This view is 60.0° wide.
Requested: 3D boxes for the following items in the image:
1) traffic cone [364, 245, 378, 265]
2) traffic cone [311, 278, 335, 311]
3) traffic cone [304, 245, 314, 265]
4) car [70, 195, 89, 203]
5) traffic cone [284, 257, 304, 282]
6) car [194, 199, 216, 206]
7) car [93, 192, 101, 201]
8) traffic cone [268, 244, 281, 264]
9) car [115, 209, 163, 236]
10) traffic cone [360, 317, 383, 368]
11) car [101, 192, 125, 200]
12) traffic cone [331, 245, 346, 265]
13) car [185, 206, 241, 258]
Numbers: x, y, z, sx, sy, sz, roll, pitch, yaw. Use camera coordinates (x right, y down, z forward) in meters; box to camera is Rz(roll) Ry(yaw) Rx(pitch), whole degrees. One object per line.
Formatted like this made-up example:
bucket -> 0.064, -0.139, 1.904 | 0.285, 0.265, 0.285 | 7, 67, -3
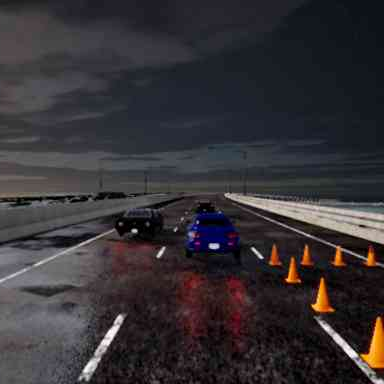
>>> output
traffic cone -> 5.586, 1.960, 10.360 | 0.340, 0.580, 0.340 | 0, 0, 1
traffic cone -> 2.516, 1.952, 6.415 | 0.340, 0.580, 0.340 | 0, 0, 1
traffic cone -> 3.587, 1.947, 10.396 | 0.340, 0.580, 0.340 | 0, 0, 1
car -> -19.117, 1.270, 56.684 | 1.994, 1.385, 4.181 | 0, 0, 3
traffic cone -> 2.551, 1.946, 8.415 | 0.340, 0.580, 0.340 | 0, 0, 1
car -> 1.218, 1.403, 31.746 | 2.128, 1.511, 4.902 | 0, 0, 2
car -> -15.541, 0.943, 58.410 | 2.150, 2.045, 5.566 | 0, 0, 3
traffic cone -> 2.587, 1.941, 10.414 | 0.340, 0.580, 0.340 | 0, 0, 1
car -> -2.644, 1.532, 17.849 | 1.895, 1.301, 4.718 | 0, 0, 1
traffic cone -> 2.480, 1.958, 4.415 | 0.340, 0.580, 0.340 | 0, 0, 1
car -> -12.251, 0.978, 53.234 | 2.150, 2.045, 5.566 | 0, 0, 3
traffic cone -> 4.586, 1.953, 10.379 | 0.340, 0.580, 0.340 | 0, 0, 1
car -> 0.727, 1.493, 12.552 | 1.812, 1.442, 4.674 | 0, 0, 1
